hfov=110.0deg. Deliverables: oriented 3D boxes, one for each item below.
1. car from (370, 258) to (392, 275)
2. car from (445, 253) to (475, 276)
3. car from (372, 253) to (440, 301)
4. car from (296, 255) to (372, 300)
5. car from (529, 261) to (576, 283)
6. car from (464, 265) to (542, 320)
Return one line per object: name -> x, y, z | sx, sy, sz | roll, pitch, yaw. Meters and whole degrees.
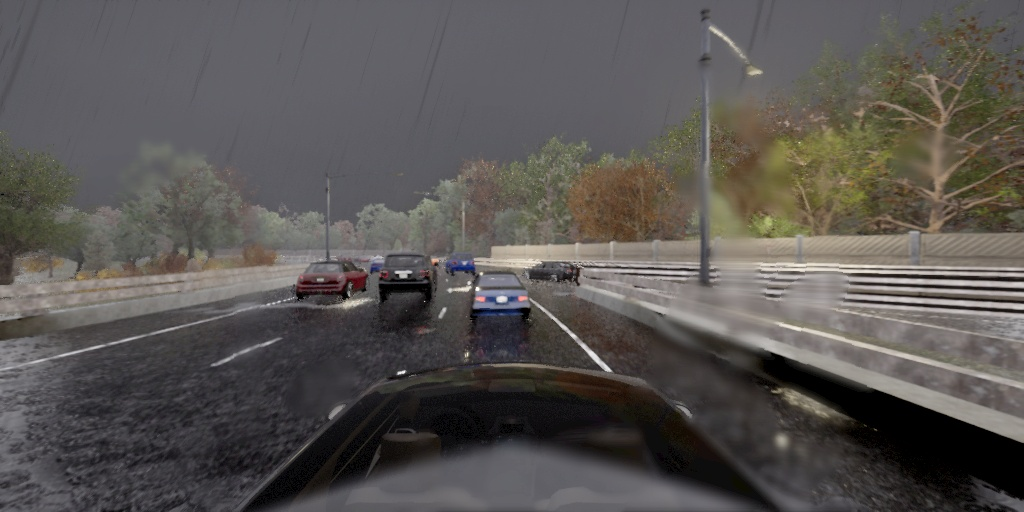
car -> -13.040, 0.992, 35.824 | 1.882, 1.535, 5.008 | 0, 0, -18
car -> -4.867, 0.734, 33.353 | 2.150, 2.045, 5.566 | 0, 0, -17
car -> -4.713, 0.864, 16.843 | 2.150, 2.045, 5.566 | 0, 0, -9
car -> -8.337, 1.002, 17.112 | 2.097, 1.767, 4.553 | 0, 0, -9
car -> 2.702, 1.115, 25.415 | 1.837, 1.490, 4.892 | -1, 1, -36
car -> -0.541, 1.215, 12.310 | 2.033, 1.411, 5.357 | 0, 0, -6
